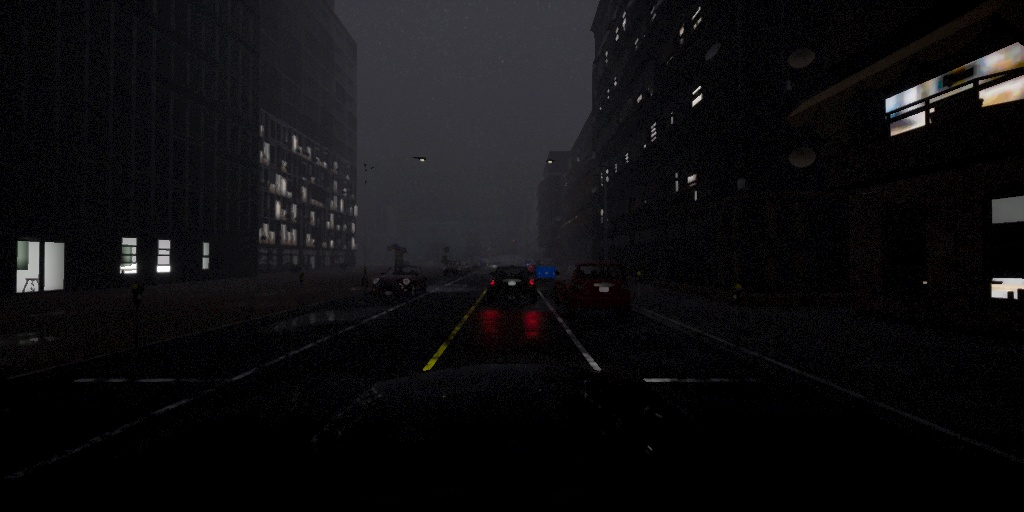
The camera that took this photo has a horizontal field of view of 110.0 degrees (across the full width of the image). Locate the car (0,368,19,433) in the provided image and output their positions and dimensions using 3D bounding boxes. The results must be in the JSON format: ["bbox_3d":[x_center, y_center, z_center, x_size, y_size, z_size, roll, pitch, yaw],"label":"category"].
[{"bbox_3d":[-5.690,1.298,1.599,2.007,1.370,4.403,0,0,0],"label":"car"}]

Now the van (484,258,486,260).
[{"bbox_3d":[-5.657,1.068,58.058,1.690,1.789,3.998,0,0,0],"label":"van"}]

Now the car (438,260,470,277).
[{"bbox_3d":[-5.662,1.186,35.474,1.967,1.591,4.097,0,0,0],"label":"car"}]

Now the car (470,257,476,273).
[{"bbox_3d":[-5.657,1.182,41.121,1.967,1.591,4.097,0,0,0],"label":"car"}]

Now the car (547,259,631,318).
[{"bbox_3d":[2.691,1.064,12.920,2.192,1.841,5.009,0,0,0],"label":"car"}]

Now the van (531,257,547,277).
[{"bbox_3d":[2.691,1.089,29.859,1.690,1.789,3.998,0,0,0],"label":"van"}]

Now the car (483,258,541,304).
[{"bbox_3d":[0.000,1.117,16.469,2.097,1.767,4.553,0,0,0],"label":"car"}]

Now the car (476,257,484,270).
[{"bbox_3d":[-5.656,1.278,52.412,1.888,1.381,4.507,0,0,0],"label":"car"}]

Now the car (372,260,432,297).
[{"bbox_3d":[-5.693,1.189,18.536,1.967,1.591,4.097,0,0,0],"label":"car"}]
